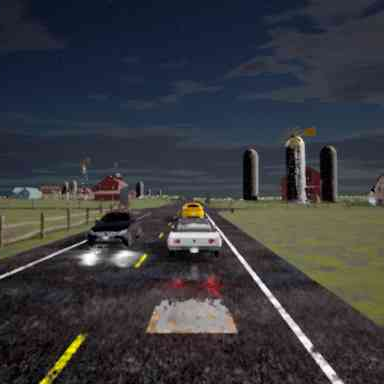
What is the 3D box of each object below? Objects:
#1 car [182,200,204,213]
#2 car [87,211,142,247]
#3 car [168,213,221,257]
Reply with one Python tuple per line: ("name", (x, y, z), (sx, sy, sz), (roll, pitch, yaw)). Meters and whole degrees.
("car", (0.101, 1.822, 32.048), (1.882, 1.535, 5.008), (0, -1, 0))
("car", (-3.600, 1.697, 16.203), (1.812, 1.442, 4.674), (0, -1, 0))
("car", (0.089, 1.746, 13.672), (1.895, 1.301, 4.718), (0, -1, 0))
